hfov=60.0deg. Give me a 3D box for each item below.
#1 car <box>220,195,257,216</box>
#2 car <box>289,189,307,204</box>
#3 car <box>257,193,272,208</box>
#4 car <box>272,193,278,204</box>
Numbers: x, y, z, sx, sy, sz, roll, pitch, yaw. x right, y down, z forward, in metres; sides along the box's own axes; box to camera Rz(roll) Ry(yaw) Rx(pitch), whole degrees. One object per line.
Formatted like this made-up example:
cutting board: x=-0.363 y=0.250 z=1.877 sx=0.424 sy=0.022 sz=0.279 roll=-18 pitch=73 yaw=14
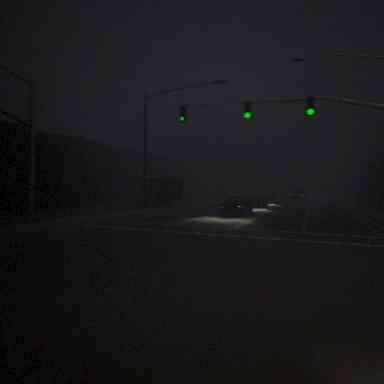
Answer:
car: x=3.709 y=1.034 z=26.933 sx=1.882 sy=1.535 sz=5.008 roll=1 pitch=1 yaw=20
car: x=14.766 y=0.587 z=46.478 sx=2.150 sy=2.045 sz=5.566 roll=1 pitch=1 yaw=20
car: x=7.175 y=1.001 z=36.269 sx=1.994 sy=1.385 sz=4.181 roll=1 pitch=1 yaw=20
car: x=10.685 y=0.882 z=45.655 sx=1.994 sy=1.385 sz=4.181 roll=1 pitch=1 yaw=21
